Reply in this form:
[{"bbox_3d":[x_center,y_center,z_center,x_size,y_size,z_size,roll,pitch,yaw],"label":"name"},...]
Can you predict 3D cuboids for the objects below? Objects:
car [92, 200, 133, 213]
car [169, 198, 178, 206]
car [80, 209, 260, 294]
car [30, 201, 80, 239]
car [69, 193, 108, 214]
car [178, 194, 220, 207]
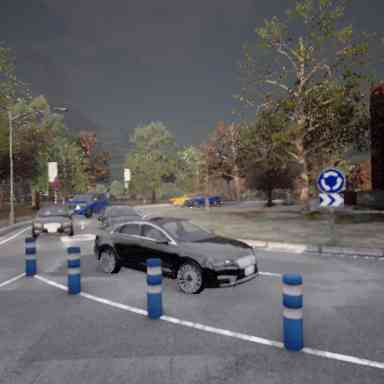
[{"bbox_3d":[-3.937,1.410,17.796,1.837,1.490,4.892,-3,1,-23],"label":"car"},{"bbox_3d":[-0.743,1.033,43.689,5.008,1.535,1.882,-2,0,-36],"label":"car"},{"bbox_3d":[-0.630,1.432,8.739,4.902,1.511,2.128,0,1,40],"label":"car"},{"bbox_3d":[-7.246,1.464,17.478,2.128,1.511,4.902,-1,1,-21],"label":"car"},{"bbox_3d":[-8.990,1.101,28.570,2.150,2.045,5.566,-1,1,8],"label":"car"},{"bbox_3d":[1.245,1.023,41.208,5.008,1.535,1.882,-2,0,-35],"label":"car"}]
